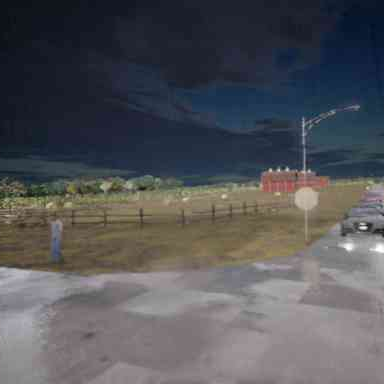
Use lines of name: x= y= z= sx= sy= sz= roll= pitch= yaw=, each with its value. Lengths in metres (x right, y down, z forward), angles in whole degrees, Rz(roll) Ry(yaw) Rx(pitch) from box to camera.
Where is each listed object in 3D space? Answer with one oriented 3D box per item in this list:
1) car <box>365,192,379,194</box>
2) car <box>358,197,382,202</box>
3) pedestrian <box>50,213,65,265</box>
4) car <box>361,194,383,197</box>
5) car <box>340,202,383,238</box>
car: x=23.425 y=0.988 z=43.293 sx=2.150 sy=2.045 sz=5.566 roll=-2 pitch=-1 yaw=29
car: x=13.452 y=1.362 z=25.386 sx=1.994 sy=1.385 sz=4.181 roll=-1 pitch=0 yaw=29
pedestrian: x=-4.728 y=1.581 z=11.758 sx=0.375 sy=1.860 sz=0.375 roll=-1 pitch=2 yaw=29
car: x=18.382 y=1.261 z=34.297 sx=2.128 sy=1.511 sz=4.902 roll=-1 pitch=-1 yaw=29
car: x=8.649 y=1.416 z=16.722 sx=1.994 sy=1.385 sz=4.181 roll=-1 pitch=0 yaw=29
